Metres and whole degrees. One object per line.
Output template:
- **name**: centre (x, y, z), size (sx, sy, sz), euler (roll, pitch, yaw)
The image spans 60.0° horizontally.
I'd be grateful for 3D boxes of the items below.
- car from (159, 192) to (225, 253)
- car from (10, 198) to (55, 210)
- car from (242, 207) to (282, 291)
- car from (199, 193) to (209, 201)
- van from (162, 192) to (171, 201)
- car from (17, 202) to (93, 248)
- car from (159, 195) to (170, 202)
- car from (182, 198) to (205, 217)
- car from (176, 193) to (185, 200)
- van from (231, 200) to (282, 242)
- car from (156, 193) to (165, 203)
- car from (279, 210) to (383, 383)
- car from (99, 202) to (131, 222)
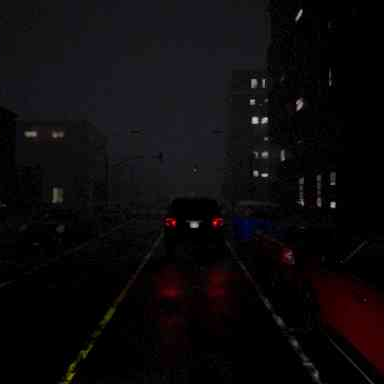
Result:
- **car**: centre (0.099, 1.166, 13.585), size (2.150, 2.045, 5.566), euler (0, 0, 0)
- **car**: centre (-19.292, 1.446, 40.309), size (4.507, 1.381, 1.887), euler (0, 0, 1)
- **car**: centre (2.708, 1.404, 8.822), size (1.967, 1.590, 4.097), euler (1, 0, 0)
- **car**: centre (2.719, 1.131, 74.436), size (1.967, 1.590, 4.097), euler (1, 0, 0)
- **van**: centre (-5.659, 1.032, 74.377), size (1.690, 1.788, 3.998), euler (1, 0, 0)
- **car**: centre (-5.670, 1.381, 14.239), size (1.967, 1.590, 4.097), euler (1, 0, 0)
- **car**: centre (-5.664, 1.259, 68.690), size (1.887, 1.381, 4.507), euler (1, 0, 0)
- **car**: centre (0.036, 1.352, 30.573), size (1.882, 1.535, 5.008), euler (0, 0, -2)
- **car**: centre (-2.985, 1.163, 87.157), size (2.128, 1.511, 4.902), euler (0, 0, 0)
- **van**: centre (2.711, 1.283, 14.229), size (1.690, 1.788, 3.998), euler (1, 0, 0)
- **car**: centre (-5.741, 1.283, 63.008), size (1.887, 1.381, 4.507), euler (1, 0, 0)
- **car**: centre (2.710, 1.301, 3.415), size (2.192, 1.841, 5.009), euler (1, 0, 0)
- **car**: centre (-5.672, 1.447, 25.053), size (2.008, 1.369, 4.403), euler (1, 0, 0)
